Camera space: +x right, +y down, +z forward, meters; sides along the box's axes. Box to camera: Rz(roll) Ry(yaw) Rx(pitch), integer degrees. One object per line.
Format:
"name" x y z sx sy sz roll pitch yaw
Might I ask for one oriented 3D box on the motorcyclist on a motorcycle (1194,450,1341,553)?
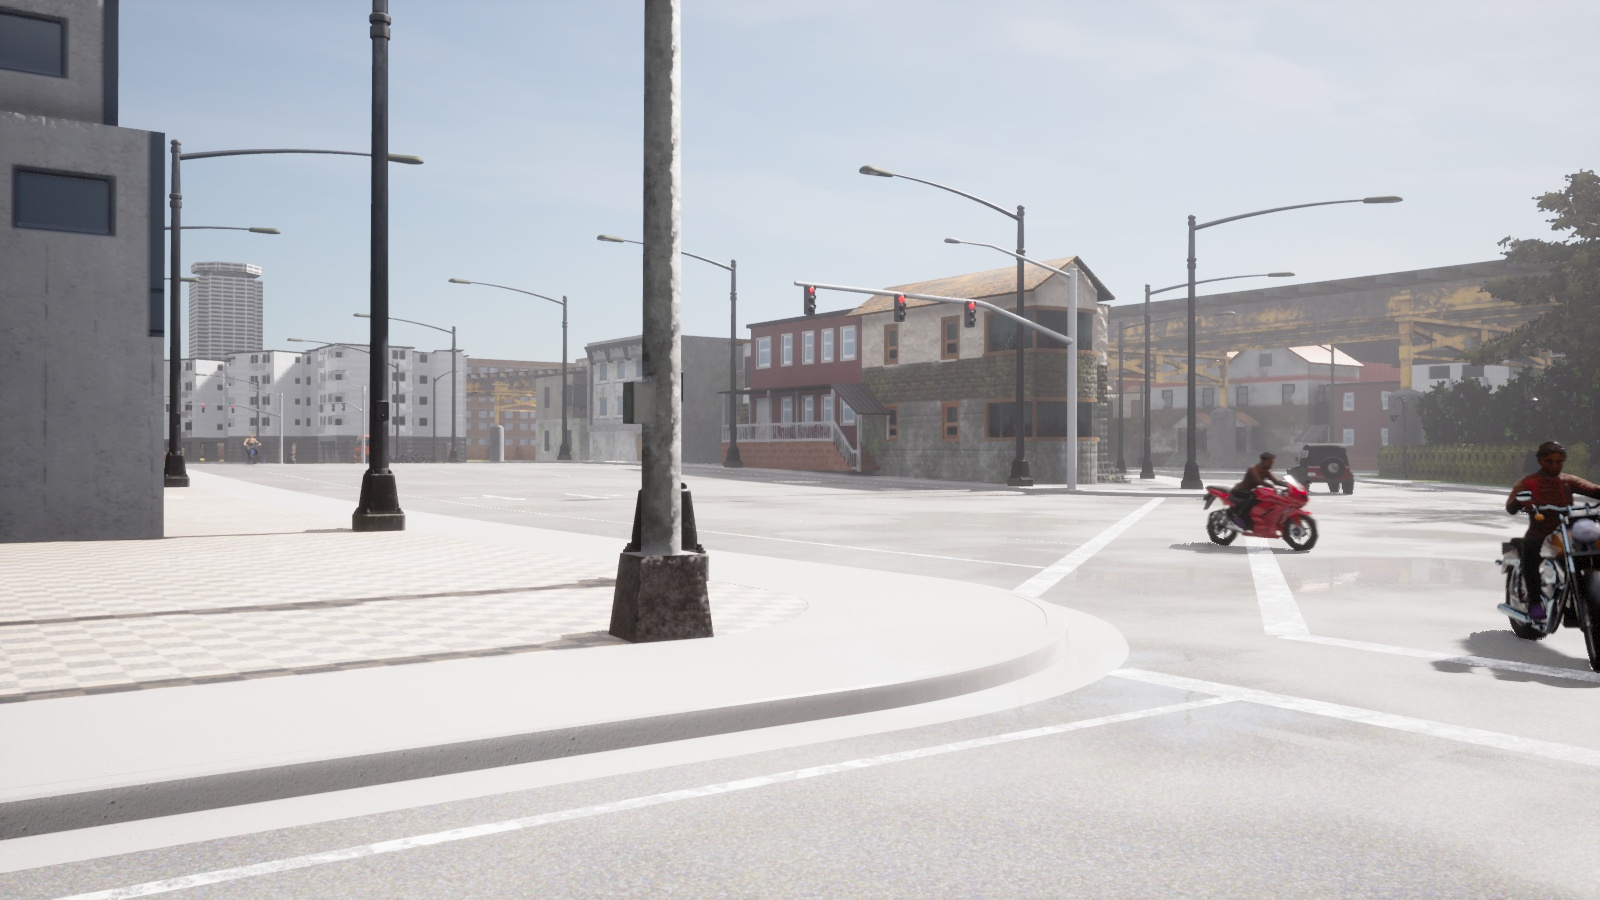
"motorcyclist on a motorcycle" 7.260 0.759 19.588 0.797 1.523 2.044 0 0 -35

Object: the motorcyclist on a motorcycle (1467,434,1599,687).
"motorcyclist on a motorcycle" 5.714 0.716 9.310 0.766 1.649 2.350 -2 0 14

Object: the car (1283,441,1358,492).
"car" 19.867 0.616 48.055 1.905 1.878 3.866 0 0 11
